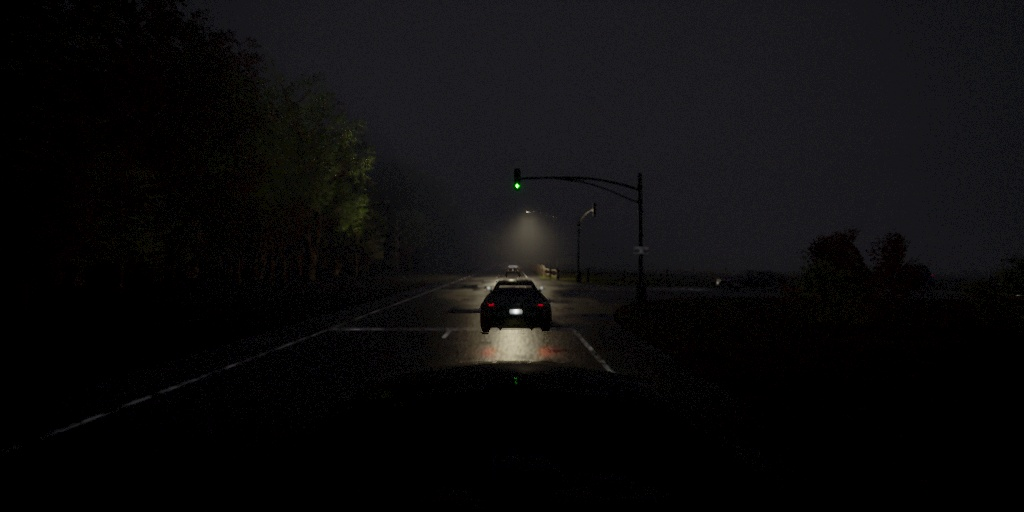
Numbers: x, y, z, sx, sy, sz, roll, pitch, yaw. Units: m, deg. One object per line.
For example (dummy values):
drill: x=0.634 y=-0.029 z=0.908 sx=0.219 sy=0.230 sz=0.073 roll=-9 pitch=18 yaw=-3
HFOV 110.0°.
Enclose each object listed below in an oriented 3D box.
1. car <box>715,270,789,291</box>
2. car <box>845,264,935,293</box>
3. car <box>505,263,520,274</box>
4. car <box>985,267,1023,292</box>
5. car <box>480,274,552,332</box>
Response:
car: x=18.004 y=1.797 z=27.080 sx=4.902 sy=1.511 sz=2.128 roll=1 pitch=-2 yaw=1
car: x=28.220 y=1.639 z=27.019 sx=5.566 sy=2.045 sz=2.150 roll=1 pitch=-2 yaw=1
car: x=0.105 y=1.840 z=46.781 sx=2.033 sy=1.411 sz=5.357 roll=0 pitch=-1 yaw=0
car: x=39.370 y=1.759 z=26.961 sx=5.566 sy=2.045 sz=2.150 roll=1 pitch=-2 yaw=-1
car: x=0.103 y=1.431 z=11.313 sx=1.994 sy=1.385 sz=4.181 roll=0 pitch=-1 yaw=0
